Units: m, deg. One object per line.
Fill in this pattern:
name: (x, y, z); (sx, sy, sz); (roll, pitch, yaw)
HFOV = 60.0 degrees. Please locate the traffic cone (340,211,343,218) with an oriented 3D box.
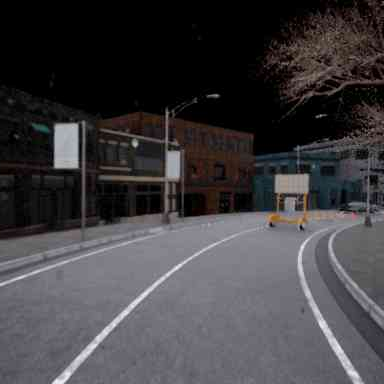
traffic cone: (14.345, 2.141, 31.918); (0.340, 0.580, 0.340); (2, 1, 40)

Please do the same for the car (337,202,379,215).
car: (18.844, 1.790, 37.627); (5.357, 1.411, 2.033); (1, 1, -30)

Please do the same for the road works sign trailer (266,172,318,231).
road works sign trailer: (6.534, 0.532, 21.629); (2.380, 3.560, 2.880); (1, 0, 41)

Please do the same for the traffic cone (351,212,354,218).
traffic cone: (15.110, 2.167, 31.275); (0.340, 0.580, 0.340); (2, 1, 40)
